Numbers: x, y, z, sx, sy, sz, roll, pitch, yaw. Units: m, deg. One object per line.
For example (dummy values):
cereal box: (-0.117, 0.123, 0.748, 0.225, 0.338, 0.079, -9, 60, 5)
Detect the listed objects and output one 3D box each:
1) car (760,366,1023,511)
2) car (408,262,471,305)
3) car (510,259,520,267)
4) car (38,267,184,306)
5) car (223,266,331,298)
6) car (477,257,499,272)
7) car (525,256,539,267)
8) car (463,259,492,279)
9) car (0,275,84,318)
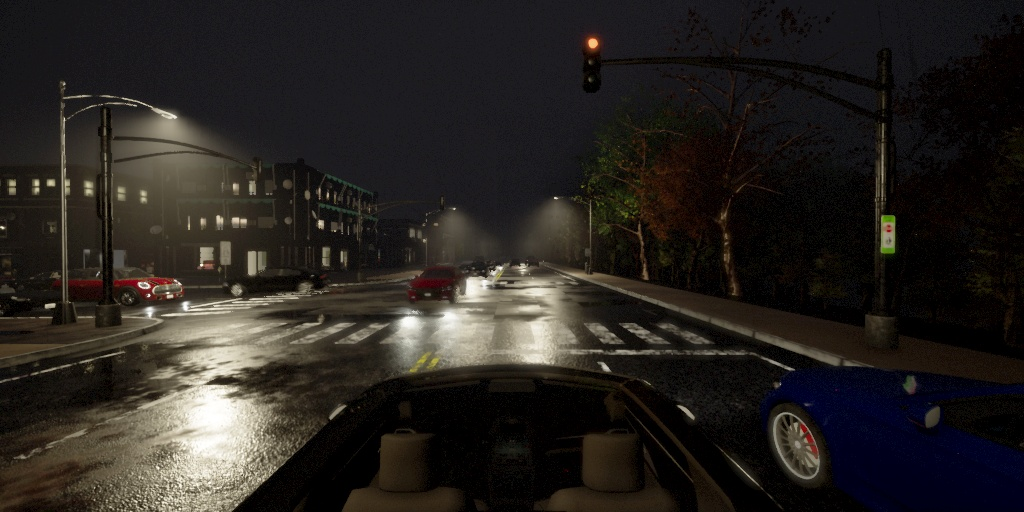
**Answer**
car: (3.355, 1.276, 1.587, 1.812, 1.442, 4.674, 0, 0, 1)
car: (-3.240, 1.224, 16.373, 1.882, 1.535, 5.008, 0, 0, 0)
car: (0.585, 1.231, 64.812, 1.837, 1.490, 4.892, 0, 0, 0)
car: (-17.994, 1.302, 16.484, 4.553, 1.767, 2.097, -1, 1, 0)
car: (-12.754, 1.321, 19.675, 5.008, 1.535, 1.882, -1, 2, -17)
car: (-3.009, 1.237, 45.605, 1.837, 1.490, 4.892, 0, 1, 1)
car: (3.835, 1.204, 64.653, 1.882, 1.535, 5.008, 0, 0, 1)
car: (-3.110, 1.266, 32.817, 1.812, 1.442, 4.674, 0, 0, 0)
car: (-19.858, 1.565, 13.767, 4.313, 1.339, 1.948, 0, 0, 1)
